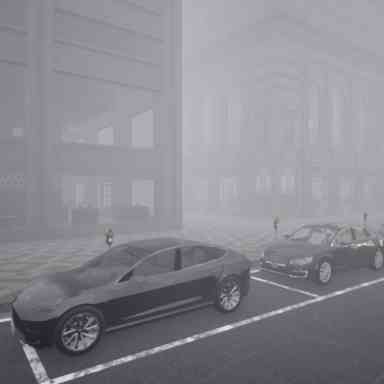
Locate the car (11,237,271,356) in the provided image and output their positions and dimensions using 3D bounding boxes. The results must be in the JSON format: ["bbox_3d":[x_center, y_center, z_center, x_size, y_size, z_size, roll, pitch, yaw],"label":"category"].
[{"bbox_3d":[-0.816,1.567,6.063,4.313,1.339,1.947,0,0,-35],"label":"car"}]

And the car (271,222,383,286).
[{"bbox_3d":[3.780,1.553,9.325,4.403,1.369,2.008,0,0,-35],"label":"car"}]
